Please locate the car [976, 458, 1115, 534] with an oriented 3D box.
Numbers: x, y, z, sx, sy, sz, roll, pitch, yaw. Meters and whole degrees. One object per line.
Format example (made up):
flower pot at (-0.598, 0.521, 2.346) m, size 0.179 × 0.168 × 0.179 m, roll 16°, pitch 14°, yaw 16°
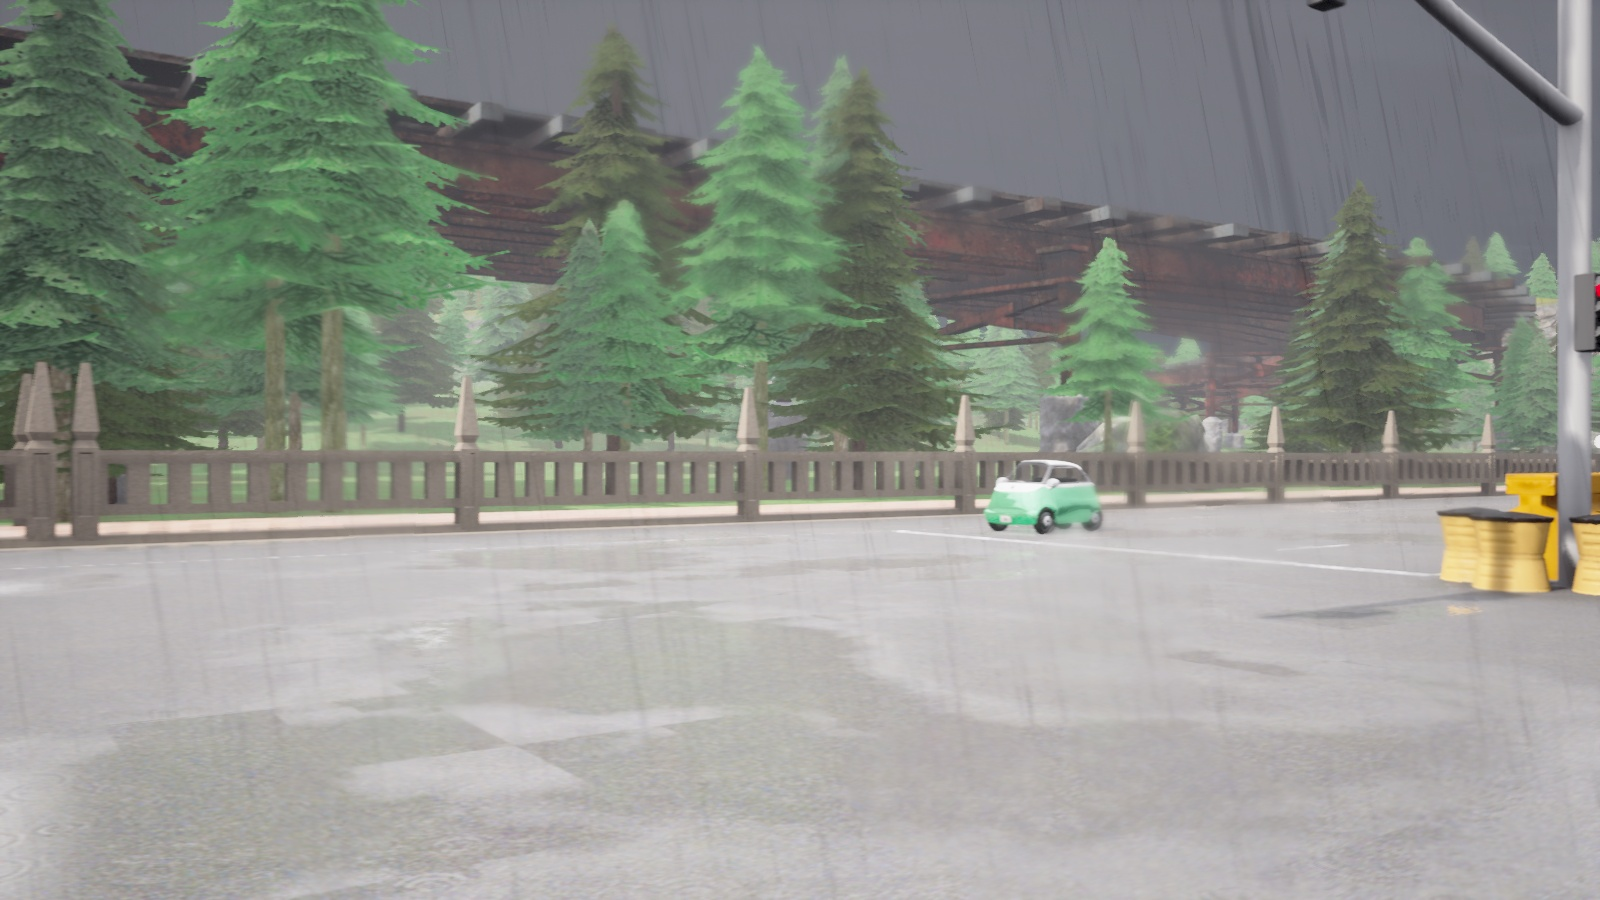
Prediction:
car at (4.693, 0.848, 23.983) m, size 2.207 × 1.376 × 1.481 m, roll 0°, pitch 0°, yaw -35°
